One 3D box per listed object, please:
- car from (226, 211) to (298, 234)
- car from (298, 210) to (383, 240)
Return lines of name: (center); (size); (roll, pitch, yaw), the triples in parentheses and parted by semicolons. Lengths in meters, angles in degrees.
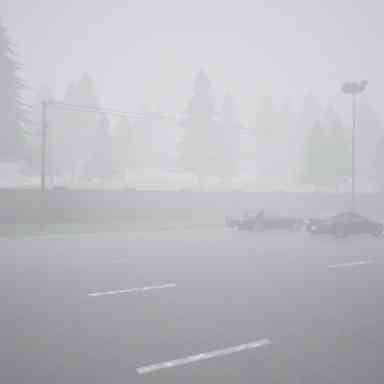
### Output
car: (4.541, 1.785, 20.253); (4.718, 1.301, 1.895); (1, 0, -26)
car: (8.354, 1.734, 18.230); (4.674, 1.442, 1.812); (1, 0, -26)
